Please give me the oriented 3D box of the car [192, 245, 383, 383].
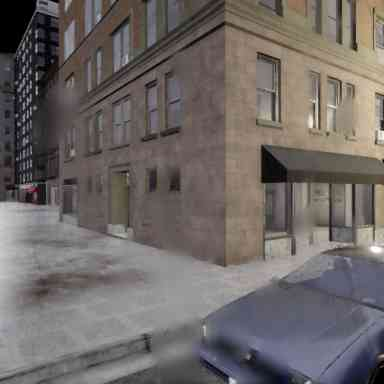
[{"bbox_3d":[2.629,1.547,4.832,5.357,1.411,2.033,0,0,-36],"label":"car"}]
